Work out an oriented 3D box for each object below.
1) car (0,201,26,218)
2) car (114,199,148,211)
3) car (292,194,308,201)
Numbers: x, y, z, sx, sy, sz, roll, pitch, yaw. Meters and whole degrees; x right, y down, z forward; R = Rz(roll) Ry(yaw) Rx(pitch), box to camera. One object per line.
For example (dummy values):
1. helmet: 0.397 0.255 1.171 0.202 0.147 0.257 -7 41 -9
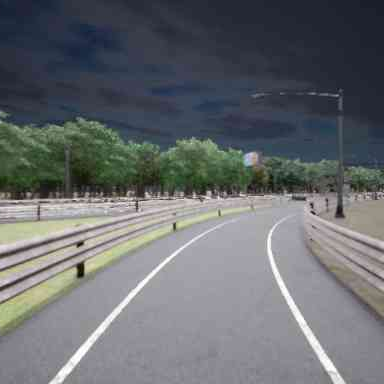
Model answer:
1. car: -17.867 1.587 30.824 2.097 1.767 4.553 0 1 44
2. car: -7.429 1.581 41.778 2.128 1.511 4.902 0 1 44
3. car: 24.349 1.212 75.117 1.882 1.535 5.008 0 1 44
